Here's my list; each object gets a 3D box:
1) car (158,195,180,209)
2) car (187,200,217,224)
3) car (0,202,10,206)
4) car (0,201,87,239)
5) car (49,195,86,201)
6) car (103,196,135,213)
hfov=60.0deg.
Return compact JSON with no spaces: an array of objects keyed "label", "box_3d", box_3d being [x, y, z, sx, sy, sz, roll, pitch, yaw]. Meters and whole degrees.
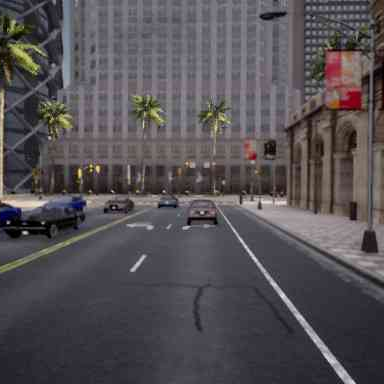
[{"label":"car","box_3d":[-2.420,0.987,34.946,1.994,1.385,4.181,0,1,2]},{"label":"car","box_3d":[0.672,1.201,21.565,2.033,1.411,5.357,0,1,2]},{"label":"car","box_3d":[-10.214,1.174,16.004,1.882,1.535,5.008,0,1,2]},{"label":"car","box_3d":[-6.727,1.316,15.739,1.895,1.301,4.718,0,1,2]},{"label":"car","box_3d":[-9.868,1.012,26.061,1.882,1.535,5.008,0,1,2]},{"label":"car","box_3d":[-6.265,1.069,28.870,1.994,1.385,4.181,0,1,2]}]
